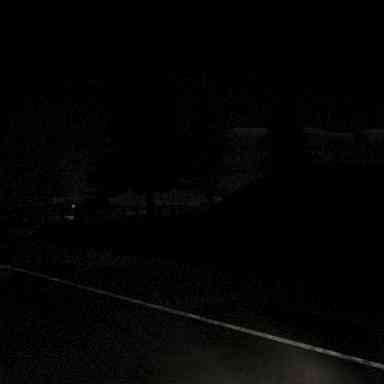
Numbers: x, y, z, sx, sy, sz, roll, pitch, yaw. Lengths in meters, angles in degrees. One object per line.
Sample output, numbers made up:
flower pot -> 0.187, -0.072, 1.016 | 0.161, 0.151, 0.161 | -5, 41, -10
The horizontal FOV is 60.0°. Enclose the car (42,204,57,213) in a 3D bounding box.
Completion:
car -> -12.242, 1.441, 33.867 | 2.033, 1.411, 5.357 | 0, 0, 44

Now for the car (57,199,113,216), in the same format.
car -> -9.765, 1.261, 31.306 | 2.097, 1.767, 4.553 | 0, 0, 44

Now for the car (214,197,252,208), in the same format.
car -> 5.761, 1.468, 48.634 | 5.357, 1.411, 2.033 | 0, 0, -32
